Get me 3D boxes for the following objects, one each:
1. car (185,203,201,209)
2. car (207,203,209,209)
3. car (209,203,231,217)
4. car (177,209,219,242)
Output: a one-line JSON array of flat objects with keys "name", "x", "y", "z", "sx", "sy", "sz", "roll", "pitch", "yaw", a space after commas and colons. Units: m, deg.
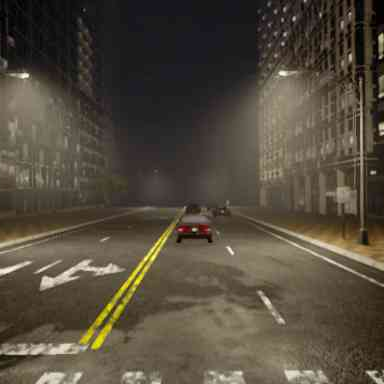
[{"name": "car", "x": 0.156, "y": 2.170, "z": 41.890, "sx": 1.882, "sy": 1.535, "sz": 5.008, "roll": -1, "pitch": -1, "yaw": 0}, {"name": "car", "x": 3.422, "y": 2.463, "z": 55.584, "sx": 1.895, "sy": 1.301, "sz": 4.718, "roll": -1, "pitch": -1, "yaw": 0}, {"name": "car", "x": 3.405, "y": 2.185, "z": 39.193, "sx": 1.994, "sy": 1.385, "sz": 4.181, "roll": -1, "pitch": -1, "yaw": 0}, {"name": "car", "x": 0.120, "y": 1.885, "z": 18.329, "sx": 2.033, "sy": 1.411, "sz": 5.357, "roll": -1, "pitch": -1, "yaw": 0}]
